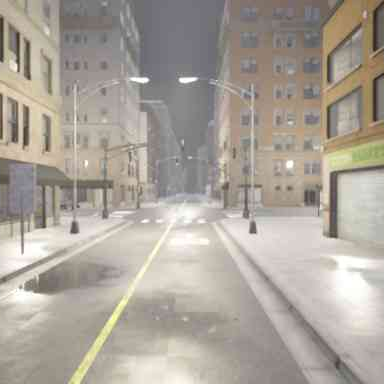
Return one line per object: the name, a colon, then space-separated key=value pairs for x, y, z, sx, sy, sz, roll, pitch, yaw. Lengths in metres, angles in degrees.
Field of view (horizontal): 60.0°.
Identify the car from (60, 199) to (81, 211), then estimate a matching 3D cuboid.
car: x=-14.775 y=1.446 z=37.512 sx=4.313 sy=1.339 sz=1.947 roll=0 pitch=0 yaw=0
